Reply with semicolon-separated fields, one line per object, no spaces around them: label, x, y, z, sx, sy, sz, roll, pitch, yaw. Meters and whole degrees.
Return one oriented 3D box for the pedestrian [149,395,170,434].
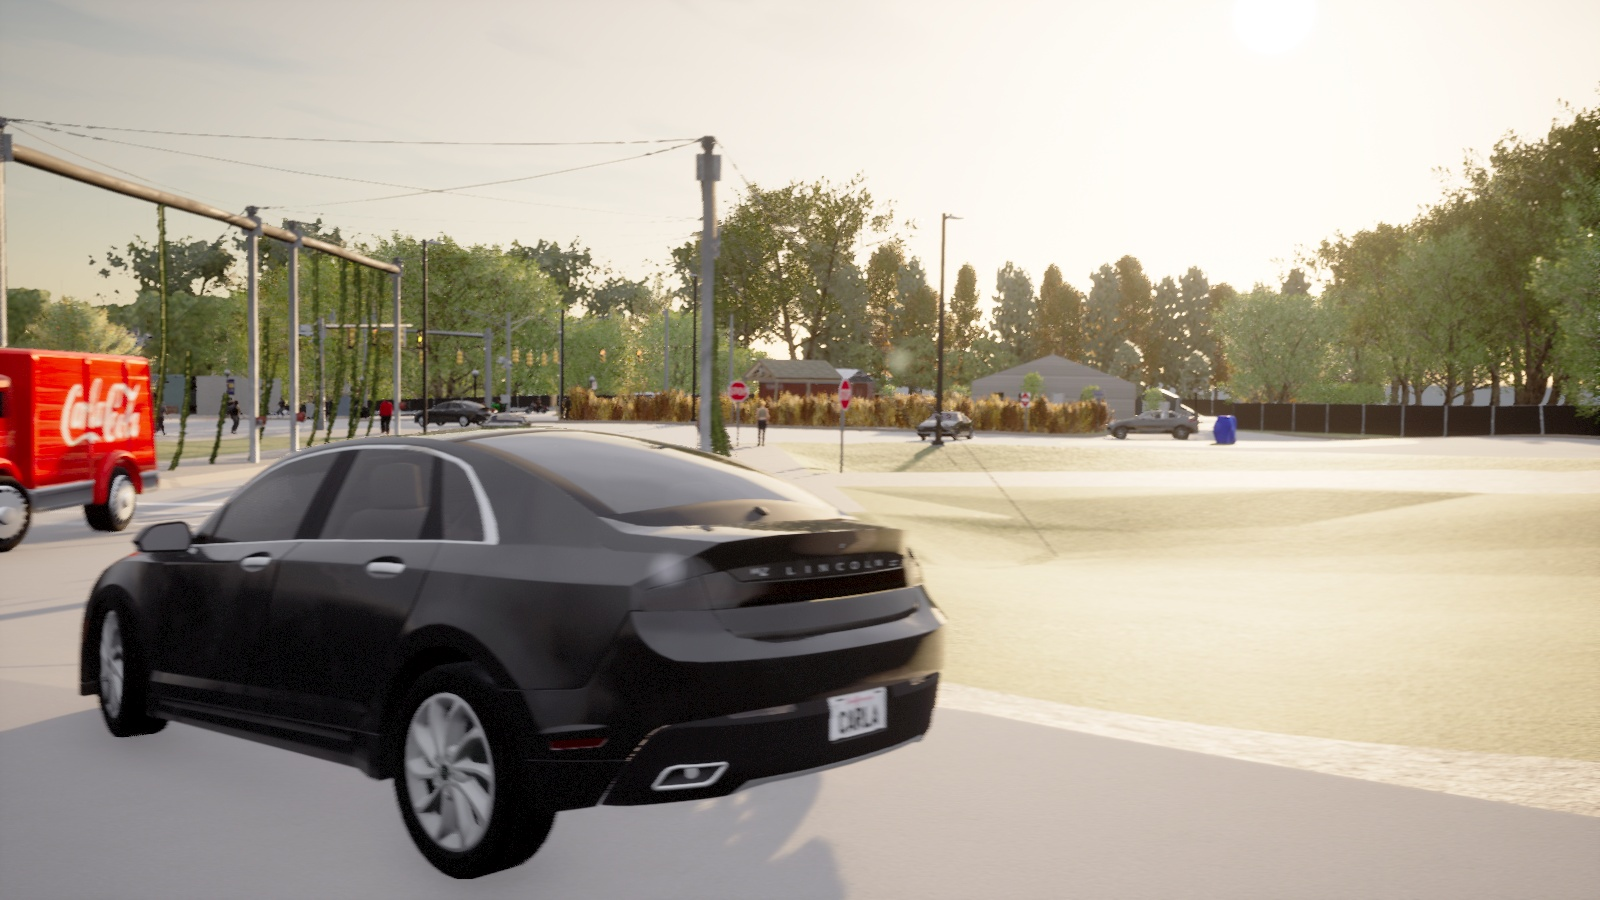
pedestrian;-31.322;-1.750;61.410;0.540;1.848;0.694;3;4;19

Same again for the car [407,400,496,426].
car;-20.639;-2.222;74.359;4.892;1.490;1.837;1;3;21

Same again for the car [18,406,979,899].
car;-1.748;0.678;5.812;4.892;1.490;1.837;-1;-2;42

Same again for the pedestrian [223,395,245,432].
pedestrian;-29.632;-1.913;65.754;0.849;1.883;0.563;2;4;15

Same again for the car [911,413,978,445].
car;7.127;-1.058;61.565;2.033;1.411;5.357;2;2;20

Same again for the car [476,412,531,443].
car;-13.682;-1.066;58.105;1.895;1.301;4.718;1;3;-6

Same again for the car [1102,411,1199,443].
car;19.614;-1.334;70.540;5.027;1.651;2.152;1;2;11

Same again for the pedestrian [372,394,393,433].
pedestrian;-20.303;-1.770;61.076;0.899;1.844;0.634;5;5;44

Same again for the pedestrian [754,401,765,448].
pedestrian;-1.613;-1.034;49.863;0.345;1.836;0.594;1;4;-5

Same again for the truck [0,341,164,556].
truck;-10.633;-0.149;16.107;2.627;2.467;5.204;2;3;-5
